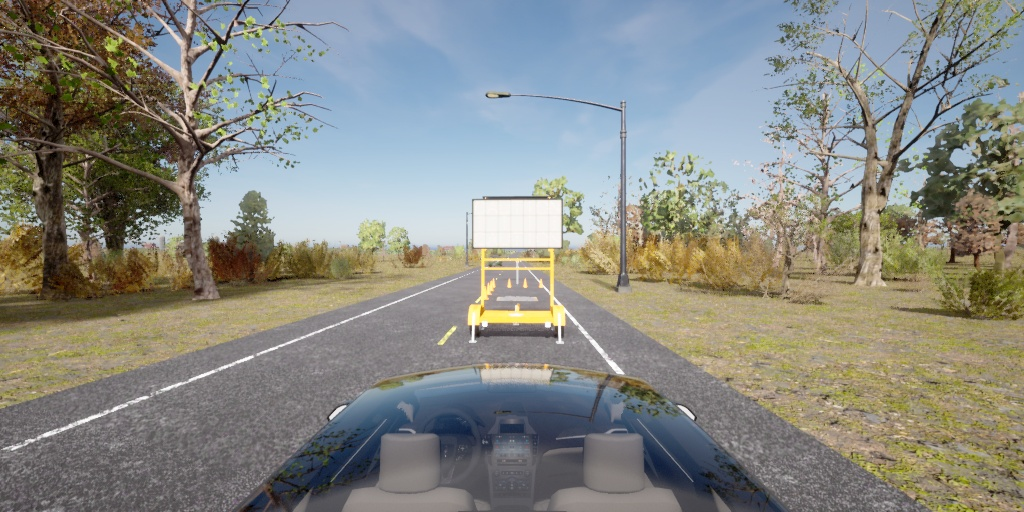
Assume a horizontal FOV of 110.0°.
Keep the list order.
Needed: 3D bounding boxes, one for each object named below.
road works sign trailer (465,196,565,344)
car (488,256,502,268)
[{"bbox_3d":[0.148,0.211,9.626,2.380,3.560,2.880,0,0,2],"label":"road works sign trailer"},{"bbox_3d":[-2.845,0.942,60.442,2.150,2.045,5.566,0,0,0],"label":"car"}]
